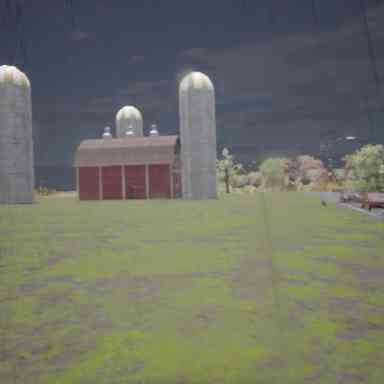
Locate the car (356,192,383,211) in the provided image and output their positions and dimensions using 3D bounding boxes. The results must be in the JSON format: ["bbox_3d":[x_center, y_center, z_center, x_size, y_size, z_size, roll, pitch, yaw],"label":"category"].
[{"bbox_3d":[16.774,0.833,30.440,1.882,1.535,5.008,-2,0,17],"label":"car"}]

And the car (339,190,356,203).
[{"bbox_3d":[21.174,0.480,44.819,2.097,1.767,4.553,-2,0,17],"label":"car"}]
